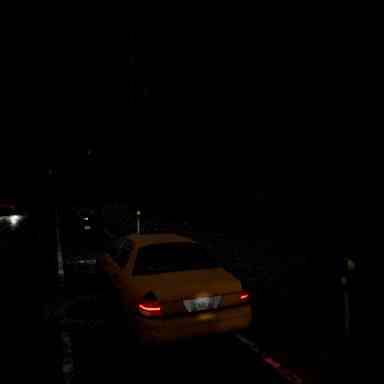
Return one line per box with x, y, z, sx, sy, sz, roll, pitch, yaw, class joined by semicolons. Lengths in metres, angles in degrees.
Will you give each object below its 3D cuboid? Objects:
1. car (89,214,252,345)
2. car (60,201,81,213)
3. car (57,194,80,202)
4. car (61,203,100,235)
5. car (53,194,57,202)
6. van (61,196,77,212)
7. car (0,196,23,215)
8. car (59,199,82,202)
-0.837;1.458;6.770;1.801;1.575;5.366;0;0;-22;car
-8.186;1.557;23.828;2.008;1.369;4.403;0;0;-22;car
-12.397;1.324;34.042;2.192;1.841;5.009;0;0;-22;car
-6.081;1.555;18.722;2.008;1.369;4.403;0;0;-22;car
-31.499;1.487;79.615;1.967;1.590;4.097;0;0;-24;car
-14.503;1.351;39.148;1.690;1.788;3.998;0;0;-22;van
-18.569;1.486;33.472;1.882;1.535;5.008;0;0;-22;car
-10.292;1.573;28.935;1.947;1.339;4.313;0;0;-22;car
